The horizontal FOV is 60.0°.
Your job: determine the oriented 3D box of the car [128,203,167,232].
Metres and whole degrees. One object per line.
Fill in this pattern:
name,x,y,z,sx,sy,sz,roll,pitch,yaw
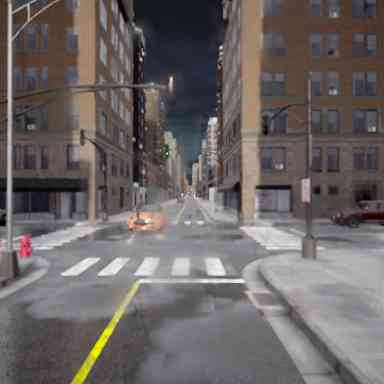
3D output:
car,-2.776,1.528,21.514,2.097,1.767,4.553,0,-1,0

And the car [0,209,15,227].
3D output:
car,-14.563,1.784,22.979,4.313,1.339,1.947,0,0,0

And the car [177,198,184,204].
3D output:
car,-2.860,2.247,83.130,1.837,1.490,4.892,0,-1,0

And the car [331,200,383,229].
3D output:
car,12.319,1.507,22.977,5.009,1.841,2.192,0,0,0
